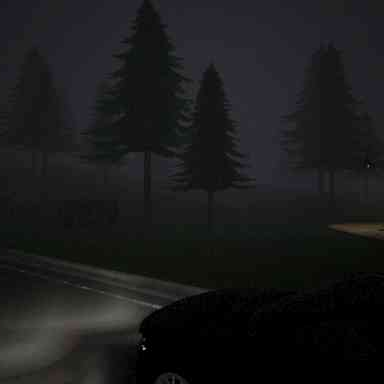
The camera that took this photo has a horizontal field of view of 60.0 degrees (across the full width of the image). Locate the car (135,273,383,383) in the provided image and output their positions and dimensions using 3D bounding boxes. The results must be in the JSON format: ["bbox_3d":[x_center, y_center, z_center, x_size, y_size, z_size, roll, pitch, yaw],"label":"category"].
[{"bbox_3d":[1.703,1.477,2.778,5.008,1.535,1.882,0,0,36],"label":"car"}]
